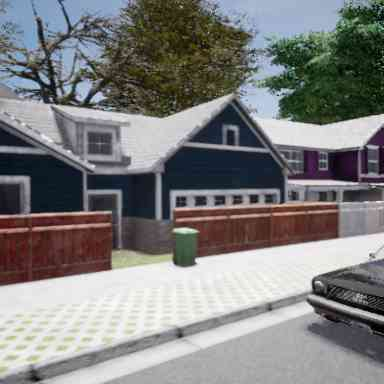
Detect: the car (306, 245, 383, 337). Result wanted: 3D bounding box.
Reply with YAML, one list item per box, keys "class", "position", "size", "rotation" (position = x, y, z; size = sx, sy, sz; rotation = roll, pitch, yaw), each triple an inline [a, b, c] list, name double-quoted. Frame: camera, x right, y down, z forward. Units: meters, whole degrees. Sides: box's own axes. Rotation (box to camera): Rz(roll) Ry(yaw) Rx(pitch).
- class: "car"
  position: [4.198, 1.573, 5.910]
  size: [4.718, 1.301, 1.895]
  rotation: [0, 0, -34]
